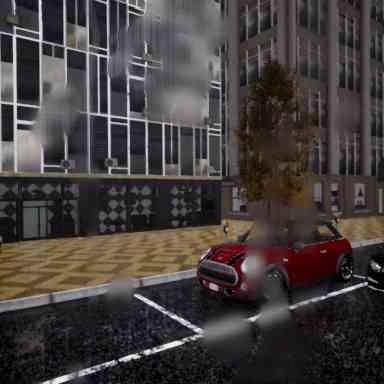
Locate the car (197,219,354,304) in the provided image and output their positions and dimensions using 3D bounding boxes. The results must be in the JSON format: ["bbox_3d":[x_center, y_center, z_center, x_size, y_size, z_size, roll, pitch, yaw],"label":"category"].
[{"bbox_3d":[2.067,1.439,8.043,4.097,1.590,1.967,0,-1,-35],"label":"car"}]

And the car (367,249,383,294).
[{"bbox_3d":[5.889,1.489,7.580,4.902,1.511,2.128,0,0,-36],"label":"car"}]
